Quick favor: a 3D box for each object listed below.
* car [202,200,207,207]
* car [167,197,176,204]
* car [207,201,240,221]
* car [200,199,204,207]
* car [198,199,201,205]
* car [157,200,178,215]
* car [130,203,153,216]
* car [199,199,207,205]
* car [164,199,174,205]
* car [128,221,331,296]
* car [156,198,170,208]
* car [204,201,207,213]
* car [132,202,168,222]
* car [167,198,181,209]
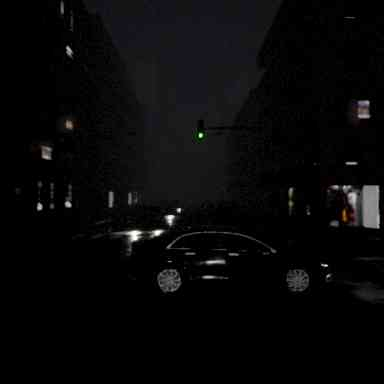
[{"bbox_3d":[2.694,2.053,43.700,1.887,1.381,4.507,0,-1,0],"label":"car"},{"bbox_3d":[-5.684,2.469,93.634,2.192,1.841,5.009,0,-1,0],"label":"car"},{"bbox_3d":[2.692,1.623,27.058,2.192,1.841,5.009,0,-1,0],"label":"car"},{"bbox_3d":[2.694,2.126,49.249,2.008,1.369,4.403,0,-1,0],"label":"car"},{"bbox_3d":[2.695,2.322,65.891,1.887,1.381,4.507,0,-1,0],"label":"car"},{"bbox_3d":[-3.094,2.018,39.170,1.994,1.385,4.181,0,-1,0],"label":"car"},{"bbox_3d":[-5.688,2.007,38.152,1.947,1.339,4.313,0,-1,0],"label":"car"},{"bbox_3d":[2.696,2.544,82.533,1.887,1.381,4.507,0,-1,0],"label":"car"},{"bbox_3d":[-5.685,2.550,82.534,2.008,1.369,4.403,0,-1,0],"label":"car"},{"bbox_3d":[0.887,1.612,8.299,4.892,1.490,1.837,0,-1,0],"label":"car"},{"bbox_3d":[-5.685,2.092,65.895,2.192,1.841,5.009,0,-1,0],"label":"car"},{"bbox_3d":[2.693,1.969,38.322,1.752,1.417,4.829,0,-1,0],"label":"car"},{"bbox_3d":[-3.095,1.761,25.051,1.882,1.535,5.008,0,-1,0],"label":"car"},{"bbox_3d":[-2.999,2.189,60.244,1.882,1.535,5.008,0,-1,0],"label":"car"}]
